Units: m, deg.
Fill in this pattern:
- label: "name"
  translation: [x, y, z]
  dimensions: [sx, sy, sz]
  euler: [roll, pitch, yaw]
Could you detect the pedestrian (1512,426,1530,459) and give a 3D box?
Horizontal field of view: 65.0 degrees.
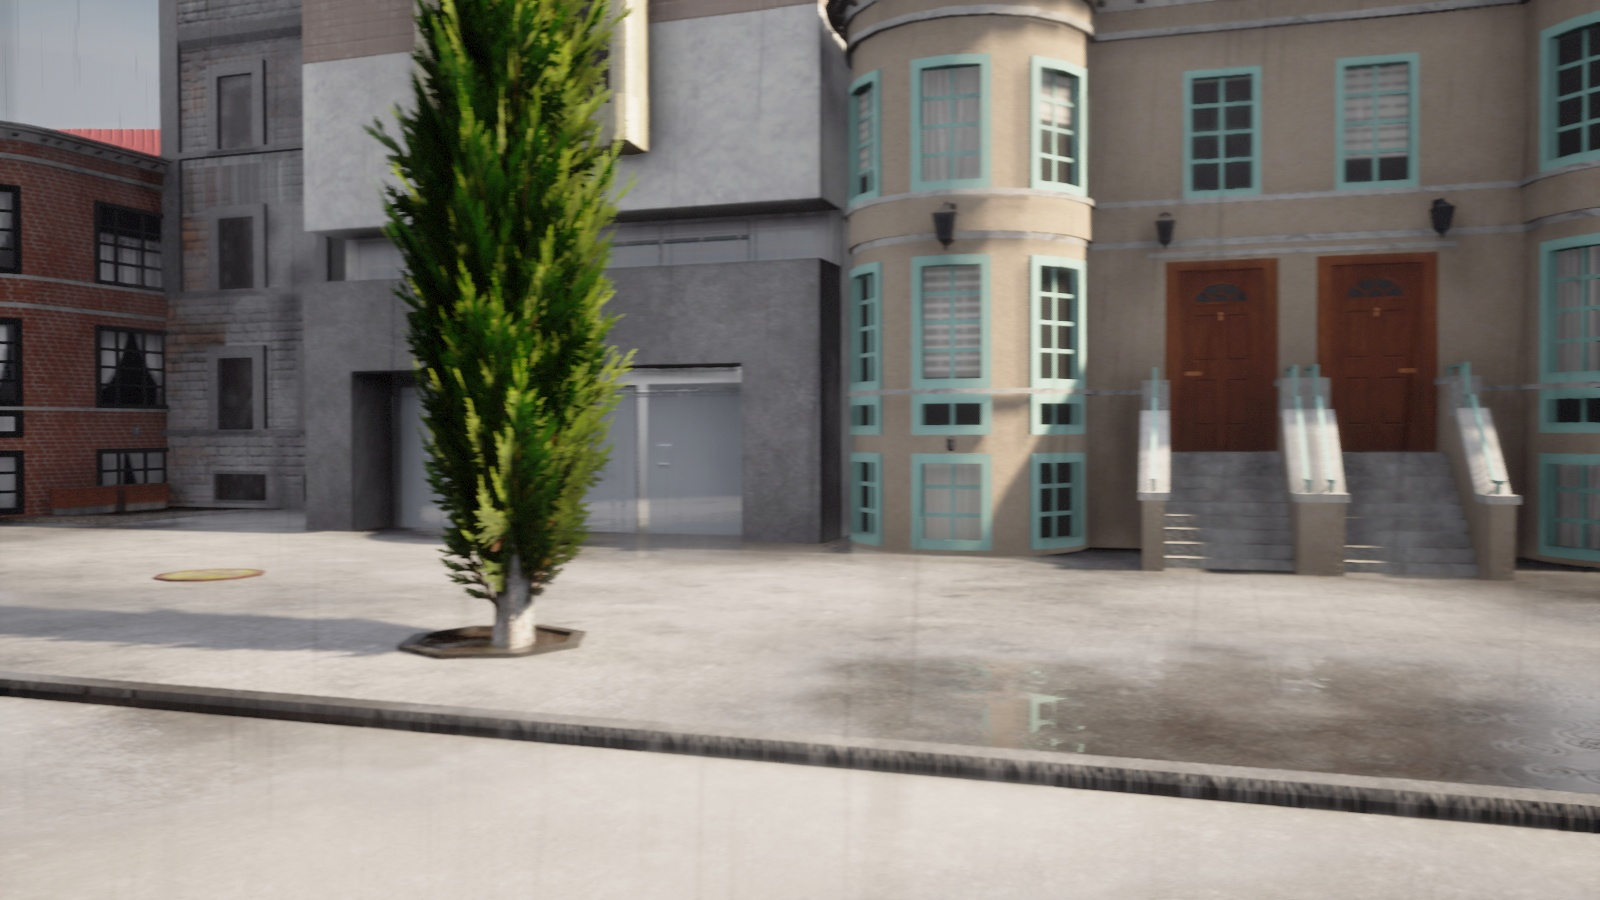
- label: "pedestrian"
  translation: [39.897, -0.427, 69.513]
  dimensions: [0.634, 1.844, 0.899]
  euler: [0, 1, 17]
